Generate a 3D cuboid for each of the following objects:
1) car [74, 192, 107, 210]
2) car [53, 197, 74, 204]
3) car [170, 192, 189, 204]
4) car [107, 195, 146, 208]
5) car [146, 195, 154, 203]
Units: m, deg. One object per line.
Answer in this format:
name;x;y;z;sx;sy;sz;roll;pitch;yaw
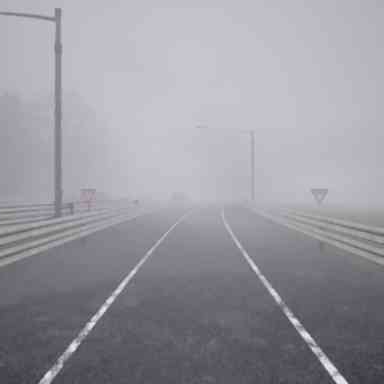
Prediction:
car;-11.029;1.018;38.953;2.150;2.045;5.566;0;0;12
car;-14.528;1.323;39.233;1.812;1.442;4.674;0;0;12
car;-2.258;1.064;60.919;2.150;2.045;5.566;0;0;14
car;-7.508;1.287;38.607;2.128;1.511;4.902;0;0;12
car;-8.765;1.328;63.668;1.882;1.535;5.008;0;0;14
